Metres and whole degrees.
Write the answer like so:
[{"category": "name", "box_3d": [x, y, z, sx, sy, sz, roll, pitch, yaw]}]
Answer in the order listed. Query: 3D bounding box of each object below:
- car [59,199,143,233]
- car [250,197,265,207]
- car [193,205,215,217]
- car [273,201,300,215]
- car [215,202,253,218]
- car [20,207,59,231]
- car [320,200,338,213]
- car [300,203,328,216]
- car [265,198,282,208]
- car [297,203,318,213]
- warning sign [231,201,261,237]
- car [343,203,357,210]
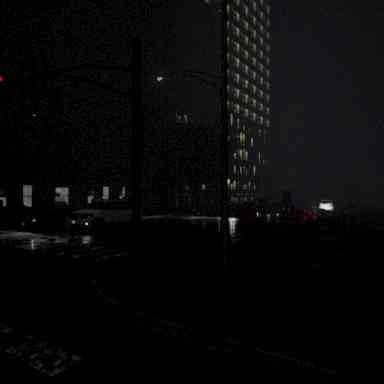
[{"category": "car", "box_3d": [-5.718, 1.518, 22.551, 2.150, 2.045, 5.566, 0, -1, 33]}, {"category": "car", "box_3d": [10.875, 1.870, 54.103, 2.150, 2.045, 5.566, 0, -1, 33]}, {"category": "car", "box_3d": [1.974, 2.238, 40.473, 1.895, 1.301, 4.718, 0, -1, 33]}, {"category": "car", "box_3d": [13.527, 2.390, 46.139, 2.033, 1.411, 5.357, 0, -1, 33]}, {"category": "car", "box_3d": [5.006, 2.156, 39.173, 1.837, 1.490, 4.892, 0, -1, 33]}, {"category": "car", "box_3d": [-9.359, 1.789, 22.944, 1.812, 1.442, 4.674, 0, -1, 34]}, {"category": "car", "box_3d": [21.809, 2.251, 53.071, 2.150, 2.045, 5.566, 0, -1, 33]}, {"category": "car", "box_3d": [16.394, 2.453, 44.585, 1.895, 1.301, 4.718, 0, -1, 33]}, {"category": "car", "box_3d": [13.619, 2.086, 52.364, 1.837, 1.490, 4.892, 0, -1, 33]}, {"category": "car", "box_3d": [19.058, 2.572, 54.803, 2.033, 1.411, 5.357, 0, -1, 33]}, {"category": "warning sign", "box_3d": [3.018, 1.452, 18.630, 1.300, 1.860, 1.060, 1, 1, 33]}, {"category": "car", "box_3d": [31.370, 2.834, 65.804, 1.812, 1.442, 4.674, 0, -1, 33]}]
